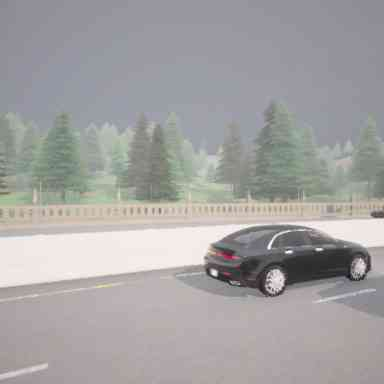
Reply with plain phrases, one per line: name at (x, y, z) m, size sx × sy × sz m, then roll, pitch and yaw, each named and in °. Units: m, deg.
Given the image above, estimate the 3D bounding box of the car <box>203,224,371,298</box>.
car at (2.643, 1.623, 8.834) m, size 4.892 × 1.490 × 1.837 m, roll 0°, pitch -1°, yaw -28°
